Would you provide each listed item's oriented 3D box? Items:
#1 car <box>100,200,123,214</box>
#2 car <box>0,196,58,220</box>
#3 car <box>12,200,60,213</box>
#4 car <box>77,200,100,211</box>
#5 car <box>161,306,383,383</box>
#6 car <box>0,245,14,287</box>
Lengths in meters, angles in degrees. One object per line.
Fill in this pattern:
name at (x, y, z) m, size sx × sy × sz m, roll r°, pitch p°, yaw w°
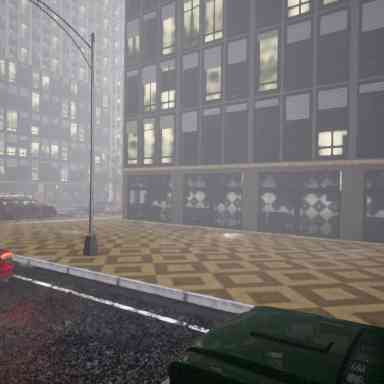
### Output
car at (-8.035, 1.830, 39.135) m, size 1.752 × 1.417 × 4.829 m, roll 1°, pitch 0°, yaw 36°
car at (-14.808, 1.519, 29.905) m, size 2.192 × 1.841 × 5.009 m, roll 1°, pitch 0°, yaw 36°
car at (-18.331, 1.643, 39.271) m, size 1.752 × 1.417 × 4.829 m, roll 1°, pitch 0°, yaw 36°
car at (-12.221, 1.766, 43.207) m, size 2.033 × 1.411 × 5.357 m, roll 1°, pitch 0°, yaw 36°
car at (2.056, 1.601, 2.220) m, size 4.718 × 1.301 × 1.895 m, roll 0°, pitch 0°, yaw 35°
car at (-6.057, 1.521, 7.965) m, size 4.674 × 1.442 × 1.812 m, roll 0°, pitch 0°, yaw 35°
